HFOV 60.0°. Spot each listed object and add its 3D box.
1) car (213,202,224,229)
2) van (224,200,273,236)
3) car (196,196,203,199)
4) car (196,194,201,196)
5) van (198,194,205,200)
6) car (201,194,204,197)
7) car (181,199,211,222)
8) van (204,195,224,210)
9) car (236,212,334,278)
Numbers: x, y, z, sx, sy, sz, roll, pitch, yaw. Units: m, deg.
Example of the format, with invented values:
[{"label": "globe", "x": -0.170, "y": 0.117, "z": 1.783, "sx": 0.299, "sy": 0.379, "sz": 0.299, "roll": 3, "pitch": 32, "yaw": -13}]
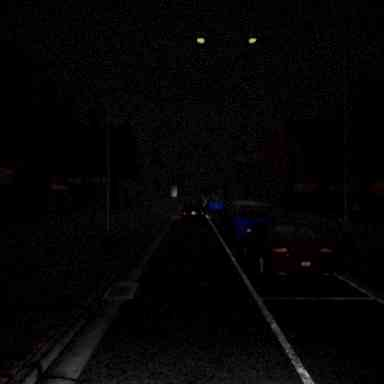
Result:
[{"label": "car", "x": 2.643, "y": 1.537, "z": 21.030, "sx": 1.947, "sy": 1.339, "sz": 4.313, "roll": 1, "pitch": 0, "yaw": 0}, {"label": "van", "x": 2.647, "y": 1.320, "z": 15.490, "sx": 1.690, "sy": 1.788, "sz": 3.998, "roll": 1, "pitch": 0, "yaw": 0}, {"label": "car", "x": 0.093, "y": 1.555, "z": 41.629, "sx": 1.895, "sy": 1.301, "sz": 4.718, "roll": 0, "pitch": 0, "yaw": 0}, {"label": "car", "x": 2.634, "y": 1.496, "z": 81.290, "sx": 1.752, "sy": 1.417, "sz": 4.829, "roll": 1, "pitch": 0, "yaw": 0}, {"label": "van", "x": 2.633, "y": 1.329, "z": 92.127, "sx": 1.690, "sy": 1.788, "sz": 3.998, "roll": 1, "pitch": 0, "yaw": 0}, {"label": "car", "x": 2.639, "y": 1.393, "z": 48.733, "sx": 1.967, "sy": 1.590, "sz": 4.097, "roll": 1, "pitch": 0, "yaw": 0}, {"label": "car", "x": 0.096, "y": 1.513, "z": 25.545, "sx": 2.033, "sy": 1.411, "sz": 5.357, "roll": 0, "pitch": 0, "yaw": 0}, {"label": "van", "x": 2.643, "y": 1.297, "z": 37.652, "sx": 1.690, "sy": 1.788, "sz": 3.998, "roll": 1, "pitch": 0, "yaw": 0}, {"label": "car", "x": 2.645, "y": 1.531, "z": 9.949, "sx": 1.887, "sy": 1.381, "sz": 4.507, "roll": 1, "pitch": 0, "yaw": 0}]
